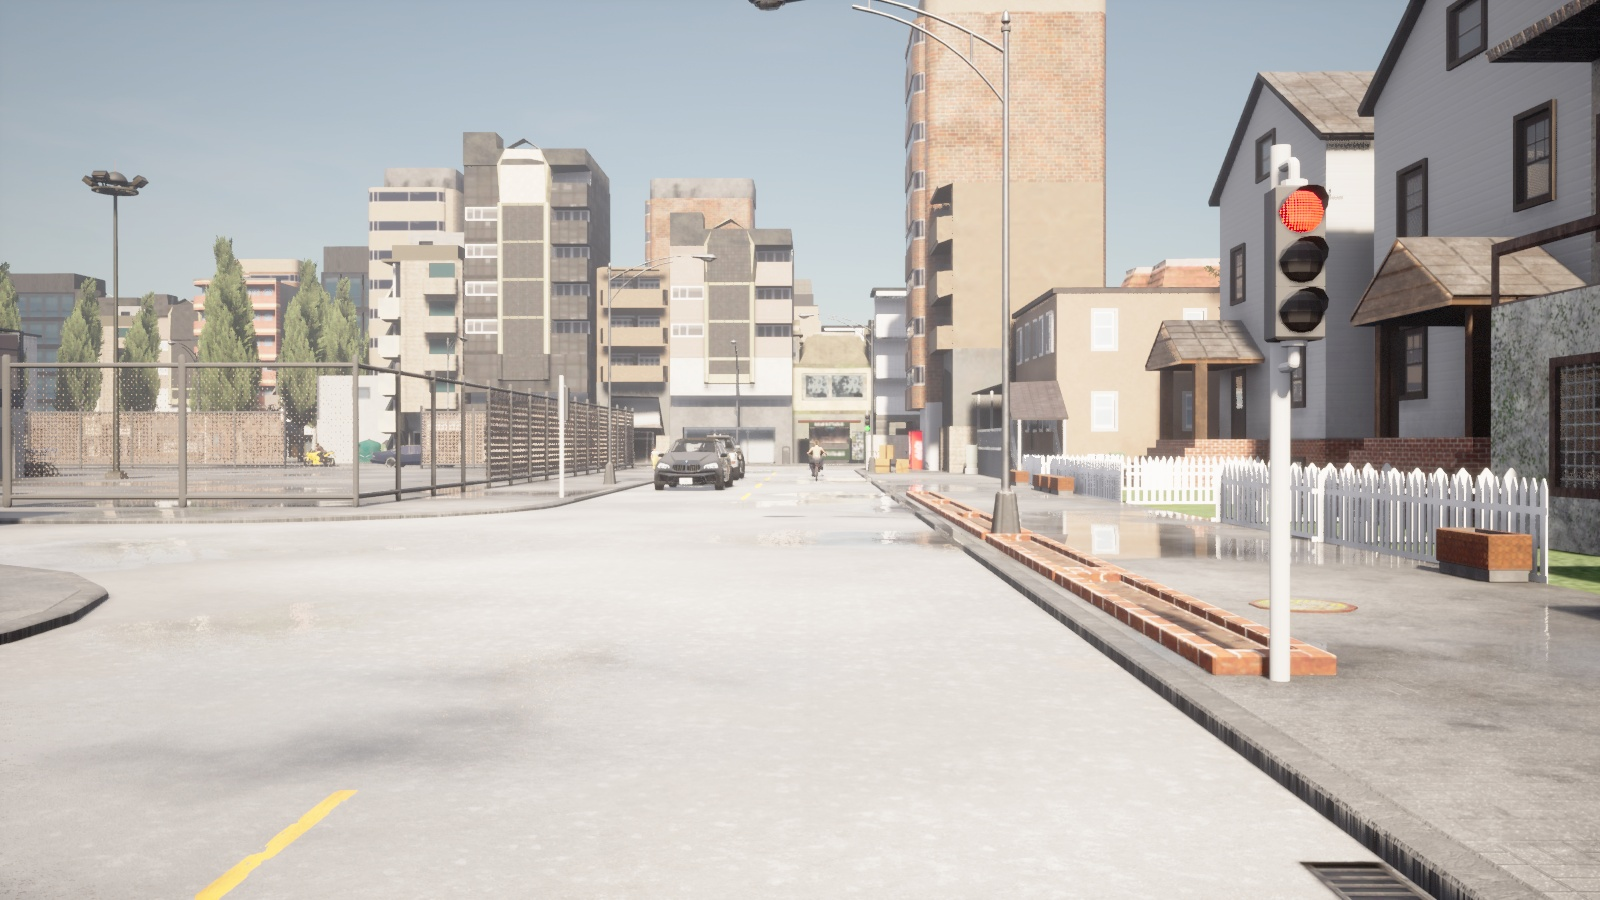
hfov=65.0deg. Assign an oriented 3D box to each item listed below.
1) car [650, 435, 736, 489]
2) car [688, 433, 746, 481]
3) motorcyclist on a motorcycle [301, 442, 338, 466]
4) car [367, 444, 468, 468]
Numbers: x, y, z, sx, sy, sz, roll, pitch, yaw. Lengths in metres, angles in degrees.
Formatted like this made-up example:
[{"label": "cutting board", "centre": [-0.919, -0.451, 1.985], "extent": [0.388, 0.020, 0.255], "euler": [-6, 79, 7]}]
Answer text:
[{"label": "car", "centre": [-3.419, 0.357, 41.005], "extent": [2.242, 1.667, 4.611], "euler": [0, 0, 2]}, {"label": "car", "centre": [-3.313, 0.273, 50.980], "extent": [1.932, 1.855, 4.605], "euler": [0, 0, 2]}, {"label": "motorcyclist on a motorcycle", "centre": [-30.227, 0.258, 78.965], "extent": [2.044, 1.523, 0.797], "euler": [0, 0, 1]}, {"label": "car", "centre": [-22.766, 0.353, 74.878], "extent": [5.357, 1.411, 2.033], "euler": [0, 0, 1]}]
